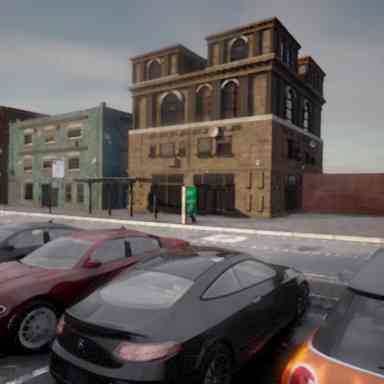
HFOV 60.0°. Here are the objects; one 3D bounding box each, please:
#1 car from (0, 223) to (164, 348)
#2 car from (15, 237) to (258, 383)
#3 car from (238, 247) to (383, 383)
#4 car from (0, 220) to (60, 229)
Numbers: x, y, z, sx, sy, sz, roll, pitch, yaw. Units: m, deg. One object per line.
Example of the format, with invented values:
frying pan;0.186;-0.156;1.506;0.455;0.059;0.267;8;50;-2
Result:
car;-1.993;1.513;6.578;2.097;1.535;5.008;0;0;35
car;0.272;1.540;4.950;2.002;1.452;4.674;0;0;36
car;2.524;1.354;3.309;2.185;1.767;4.553;0;0;36
car;-4.264;1.517;8.197;2.097;1.535;5.008;0;0;36
